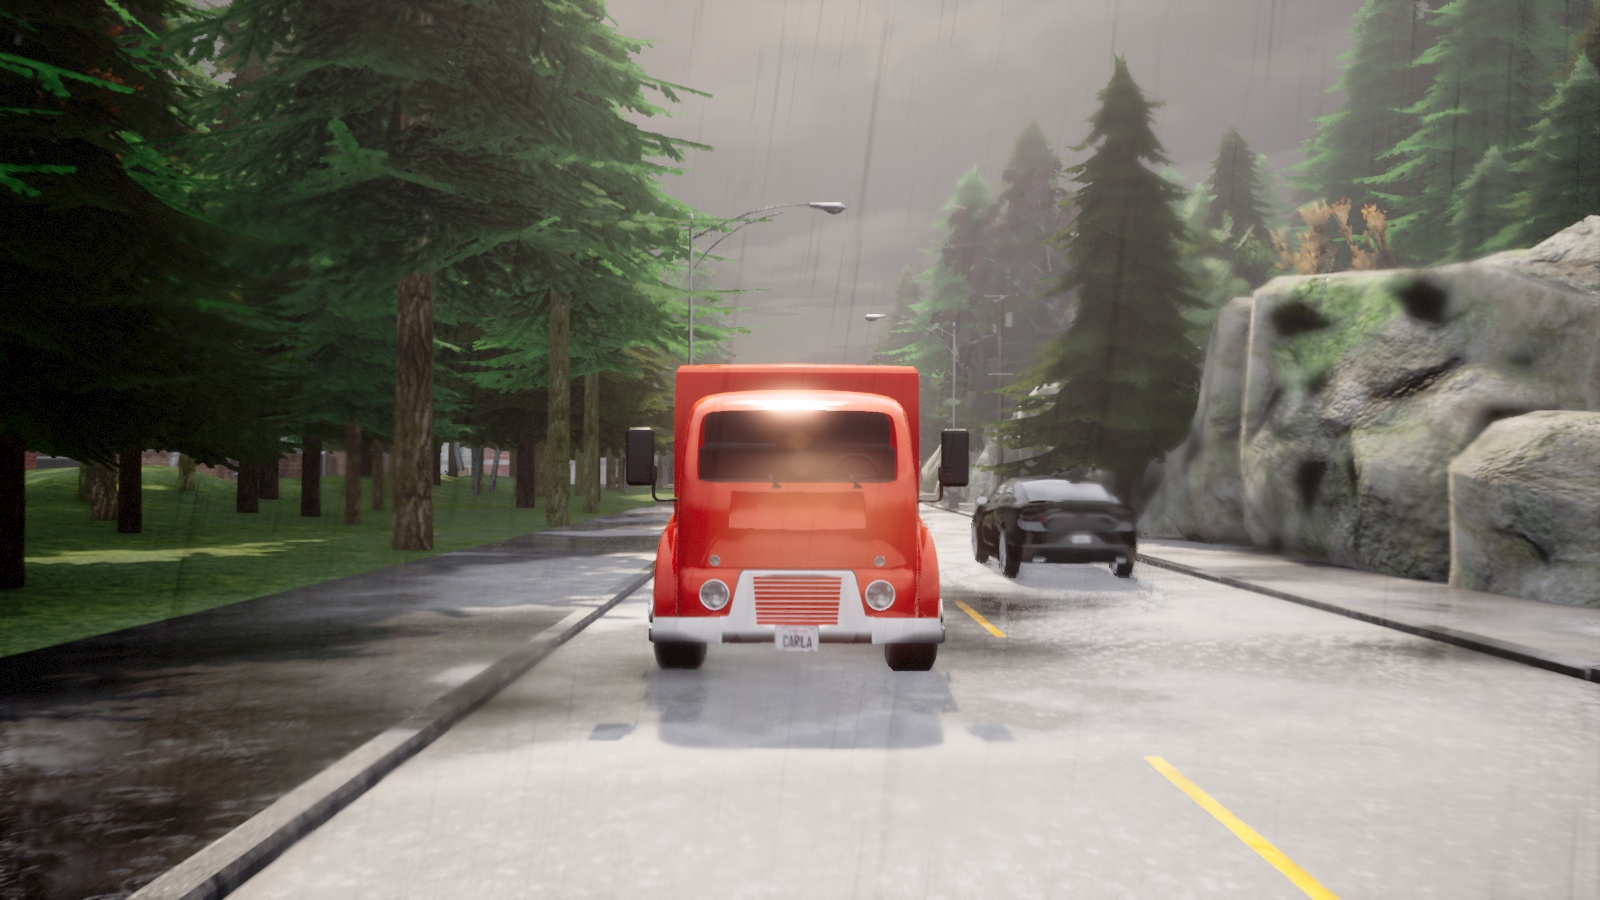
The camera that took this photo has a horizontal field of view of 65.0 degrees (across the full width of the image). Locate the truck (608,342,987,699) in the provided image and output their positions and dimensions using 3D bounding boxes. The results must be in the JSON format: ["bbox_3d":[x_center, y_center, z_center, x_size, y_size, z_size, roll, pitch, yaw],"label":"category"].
[{"bbox_3d":[-0.032,0.512,11.331,2.627,2.467,5.204,0,-1,0],"label":"truck"}]

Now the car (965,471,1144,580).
[{"bbox_3d":[3.952,1.118,20.388,1.882,1.535,5.008,0,-1,0],"label":"car"}]
